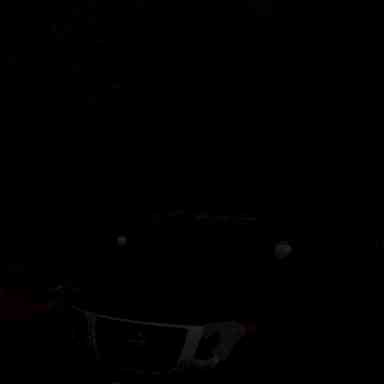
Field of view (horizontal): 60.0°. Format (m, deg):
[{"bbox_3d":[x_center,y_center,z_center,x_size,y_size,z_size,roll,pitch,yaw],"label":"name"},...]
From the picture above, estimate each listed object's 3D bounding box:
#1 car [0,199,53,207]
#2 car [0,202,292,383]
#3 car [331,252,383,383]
[{"bbox_3d":[-4.624,1.184,8.729,2.435,2.045,5.566,0,-1,15],"label":"car"},{"bbox_3d":[0.269,1.216,5.186,2.435,2.045,5.566,1,0,15],"label":"car"},{"bbox_3d":[2.712,1.513,3.440,2.163,1.488,4.792,1,0,16],"label":"car"}]
